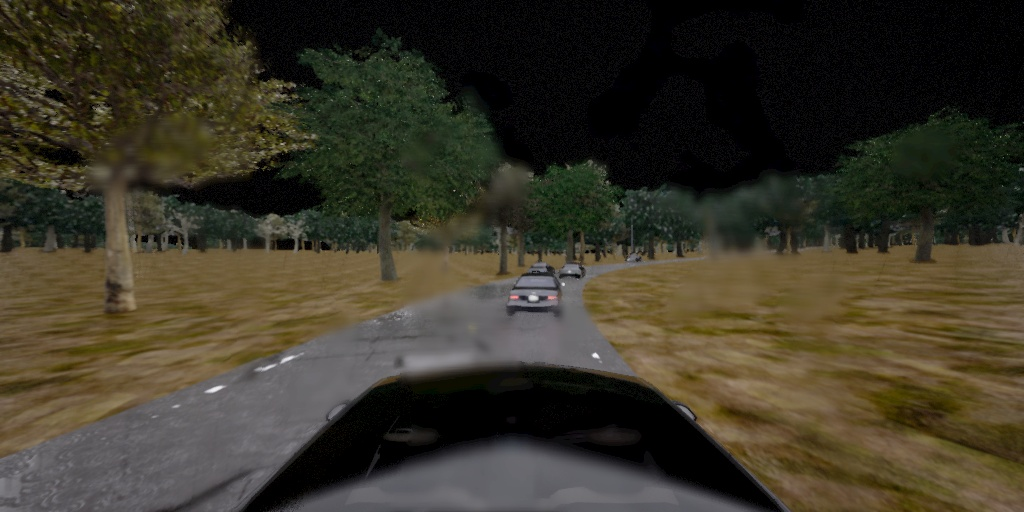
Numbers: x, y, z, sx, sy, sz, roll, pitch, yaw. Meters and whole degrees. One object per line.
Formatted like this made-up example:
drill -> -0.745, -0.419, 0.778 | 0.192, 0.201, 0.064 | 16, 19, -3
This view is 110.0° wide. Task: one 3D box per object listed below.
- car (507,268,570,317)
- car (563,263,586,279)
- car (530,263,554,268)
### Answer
car -> 0.973, 1.340, 13.369 | 2.033, 1.411, 5.357 | 0, 0, 7
car -> 5.659, 1.328, 33.114 | 1.994, 1.385, 4.181 | 0, 0, 19
car -> 2.794, 1.325, 34.587 | 1.994, 1.385, 4.181 | 0, 0, 20
